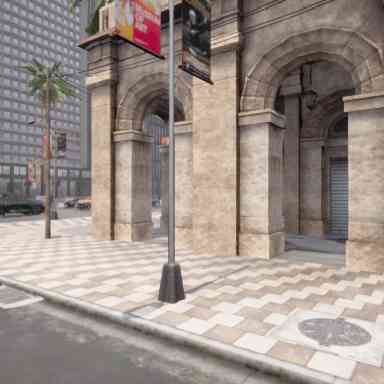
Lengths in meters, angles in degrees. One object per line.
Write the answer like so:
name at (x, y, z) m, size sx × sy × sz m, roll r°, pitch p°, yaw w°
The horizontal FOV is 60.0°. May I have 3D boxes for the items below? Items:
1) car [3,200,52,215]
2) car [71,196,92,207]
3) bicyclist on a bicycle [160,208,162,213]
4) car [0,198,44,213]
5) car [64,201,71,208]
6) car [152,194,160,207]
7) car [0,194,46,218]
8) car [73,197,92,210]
car at (-17.418, 1.564, 35.396) m, size 1.994 × 1.385 × 4.181 m, roll 0°, pitch 0°, yaw 36°
car at (-13.915, 1.352, 46.300) m, size 2.097 × 1.767 × 4.553 m, roll 0°, pitch 0°, yaw 35°
bicyclist on a bicycle at (-2.370, 1.300, 31.537) m, size 1.656 × 1.620 × 0.582 m, roll 0°, pitch 0°, yaw 36°
car at (-19.848, 1.491, 38.016) m, size 2.128 × 1.511 × 4.902 m, roll 0°, pitch 0°, yaw 36°
car at (-16.192, 1.513, 48.434) m, size 2.161 × 1.482 × 4.786 m, roll 0°, pitch 0°, yaw 35°
car at (-6.846, 1.505, 50.151) m, size 1.837 × 1.490 × 4.892 m, roll 0°, pitch 0°, yaw 36°
car at (-16.388, 1.221, 30.458) m, size 2.150 × 2.045 × 5.566 m, roll 0°, pitch 0°, yaw 36°
car at (-12.285, 1.601, 42.571) m, size 1.895 × 1.301 × 4.718 m, roll 0°, pitch 0°, yaw 35°
